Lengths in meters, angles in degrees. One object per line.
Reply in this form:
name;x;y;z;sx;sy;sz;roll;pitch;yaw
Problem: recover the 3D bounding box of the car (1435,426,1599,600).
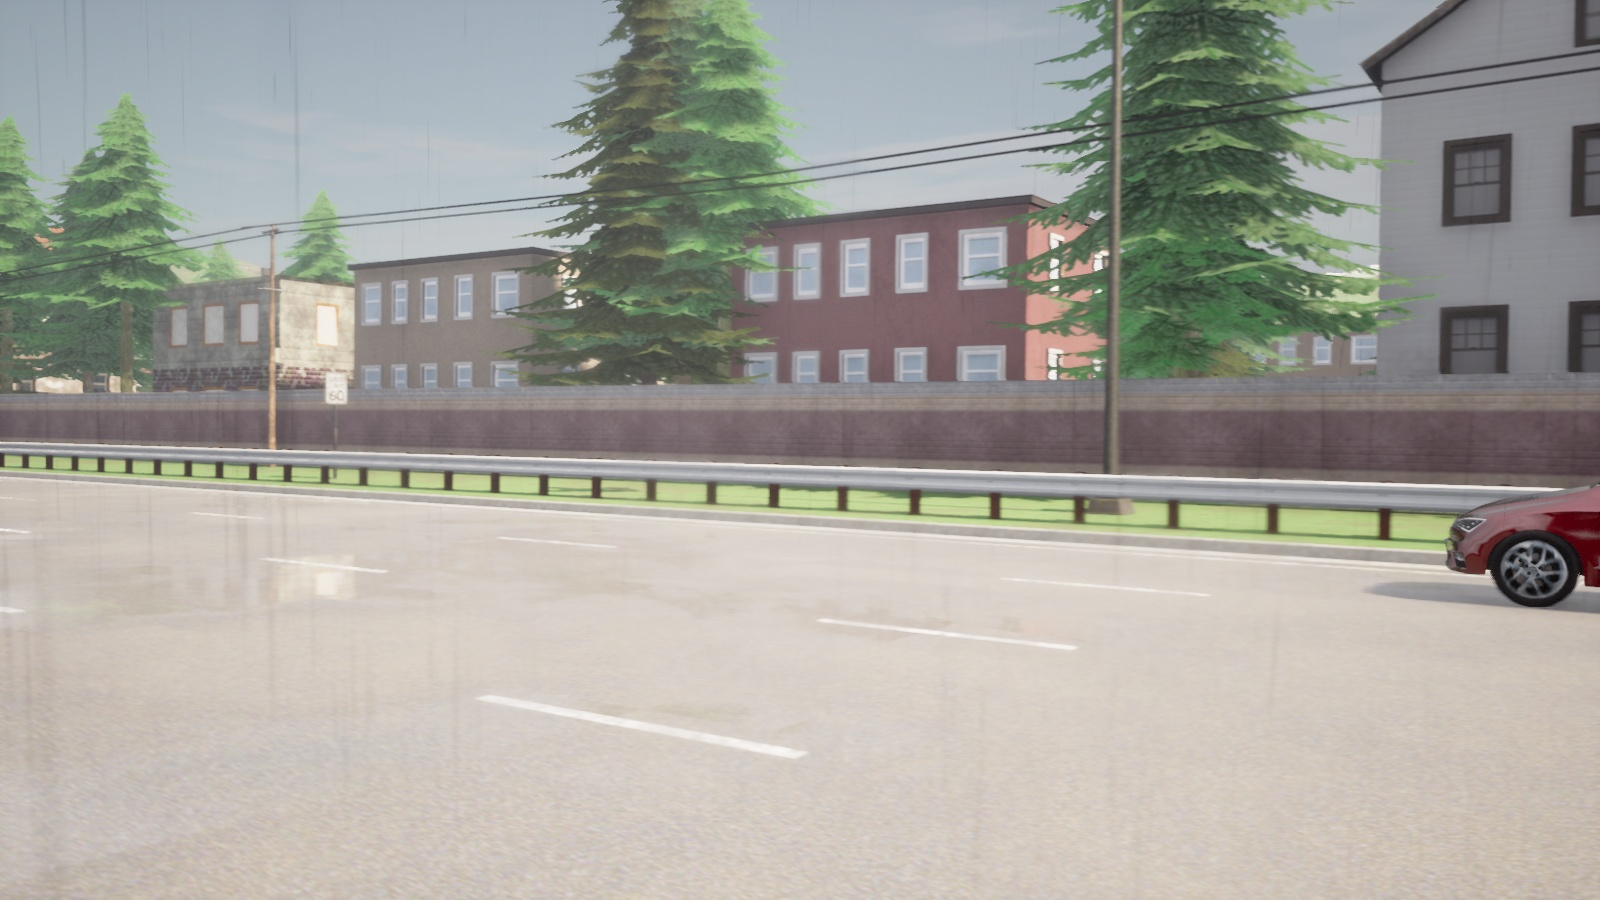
car;7.981;0.526;10.926;4.193;1.474;1.816;0;1;34
